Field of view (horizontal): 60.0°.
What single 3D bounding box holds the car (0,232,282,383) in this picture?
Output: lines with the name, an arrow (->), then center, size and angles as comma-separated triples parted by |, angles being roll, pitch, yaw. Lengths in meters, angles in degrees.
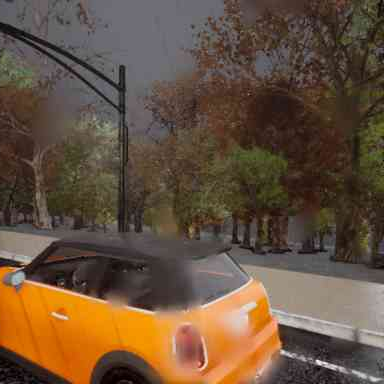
car -> -1.231, 1.351, 4.574 | 4.553, 1.767, 2.097 | 0, 0, 36
